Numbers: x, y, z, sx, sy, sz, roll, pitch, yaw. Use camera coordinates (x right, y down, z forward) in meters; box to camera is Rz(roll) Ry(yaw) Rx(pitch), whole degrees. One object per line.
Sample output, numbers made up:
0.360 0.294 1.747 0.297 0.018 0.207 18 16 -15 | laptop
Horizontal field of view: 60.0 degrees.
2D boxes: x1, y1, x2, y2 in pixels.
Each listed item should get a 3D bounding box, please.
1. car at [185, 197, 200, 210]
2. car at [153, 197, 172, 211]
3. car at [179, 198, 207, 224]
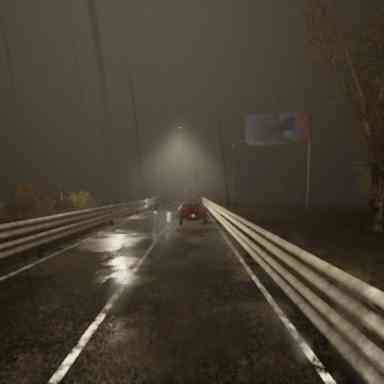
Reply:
0.056 1.424 41.030 1.812 1.442 4.674 0 0 0 | car
-3.343 1.411 38.847 1.837 1.490 4.892 0 0 0 | car
0.076 1.417 24.503 1.882 1.535 5.008 0 0 0 | car
